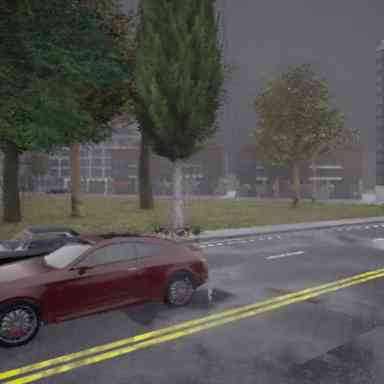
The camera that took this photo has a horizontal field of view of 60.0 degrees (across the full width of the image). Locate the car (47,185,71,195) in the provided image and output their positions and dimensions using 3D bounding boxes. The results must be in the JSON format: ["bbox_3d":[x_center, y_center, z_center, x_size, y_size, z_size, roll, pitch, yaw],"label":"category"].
[{"bbox_3d":[-21.236,-0.298,54.574,4.553,1.767,2.097,1,0,11],"label":"car"}]

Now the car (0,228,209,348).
[{"bbox_3d":[-1.778,1.529,6.413,4.674,1.442,1.812,0,0,-36],"label":"car"}]

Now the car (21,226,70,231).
[{"bbox_3d":[-4.177,1.602,8.692,4.718,1.301,1.895,0,0,-36],"label":"car"}]
